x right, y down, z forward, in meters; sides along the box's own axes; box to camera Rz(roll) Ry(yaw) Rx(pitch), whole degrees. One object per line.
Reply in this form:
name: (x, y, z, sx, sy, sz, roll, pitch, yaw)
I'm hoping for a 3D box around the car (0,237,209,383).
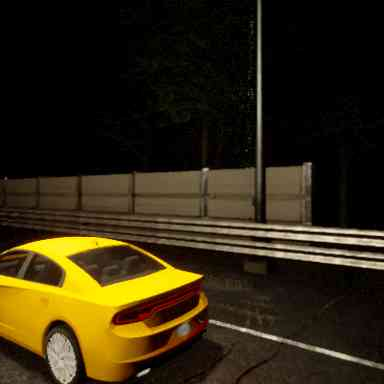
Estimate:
car: (-2.109, 1.474, 5.374, 5.008, 1.535, 1.882, 0, 0, 35)
